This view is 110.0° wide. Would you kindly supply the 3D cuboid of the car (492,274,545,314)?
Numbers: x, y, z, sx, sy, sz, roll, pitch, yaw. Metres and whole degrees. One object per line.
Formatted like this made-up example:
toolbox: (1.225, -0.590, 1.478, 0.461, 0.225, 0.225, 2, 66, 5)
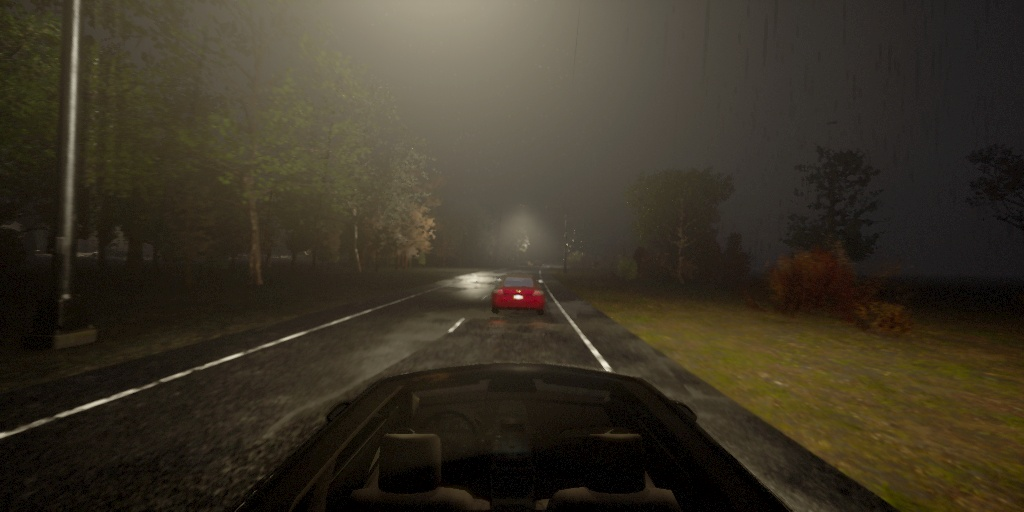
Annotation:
car: (0.283, 1.424, 14.504, 1.994, 1.385, 4.181, 2, 0, 2)
